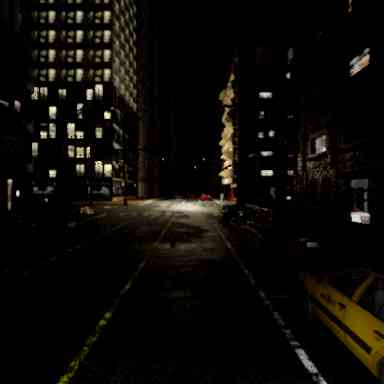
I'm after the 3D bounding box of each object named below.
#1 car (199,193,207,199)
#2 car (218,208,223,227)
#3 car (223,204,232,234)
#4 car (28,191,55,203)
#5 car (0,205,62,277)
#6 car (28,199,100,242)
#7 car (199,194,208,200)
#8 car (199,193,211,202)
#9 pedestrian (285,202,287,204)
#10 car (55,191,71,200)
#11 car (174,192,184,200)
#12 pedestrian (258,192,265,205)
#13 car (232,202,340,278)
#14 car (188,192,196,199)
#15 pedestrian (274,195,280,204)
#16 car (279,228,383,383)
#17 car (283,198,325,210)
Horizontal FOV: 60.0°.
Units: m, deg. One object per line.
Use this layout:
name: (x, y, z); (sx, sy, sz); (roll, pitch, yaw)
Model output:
car: (2.657, 1.023, 81.755); (2.008, 1.369, 4.403); (0, 0, 0)
car: (2.683, 1.422, 21.167); (1.947, 1.339, 4.313); (0, 0, 0)
car: (2.685, 1.418, 15.654); (1.752, 1.417, 4.829); (0, 0, 0)
car: (-17.573, 0.773, 34.839); (5.009, 1.841, 2.192); (1, -1, -1)
car: (-5.692, 1.372, 9.796); (1.967, 1.590, 4.097); (0, 0, 0)
car: (-5.695, 1.334, 15.478); (1.967, 1.590, 4.097); (0, 0, 0)
car: (2.659, 1.057, 76.107); (2.008, 1.369, 4.403); (0, 0, 0)
car: (2.715, 1.167, 63.190); (1.802, 1.307, 4.206); (0, 0, 0)
pedestrian: (8.123, 1.122, 28.627); (0.375, 1.860, 0.375); (0, 0, 0)
car: (-17.711, 0.736, 43.217); (5.009, 1.841, 2.192); (1, -1, -1)
car: (-3.032, 0.860, 76.506); (2.097, 1.767, 4.553); (0, 0, 0)
pedestrian: (6.123, 0.943, 29.225); (0.375, 1.860, 0.375); (0, 0, 0)
car: (2.688, 1.247, 9.801); (2.192, 1.841, 5.009); (0, 0, 0)
car: (-0.035, 0.993, 85.787); (1.994, 1.385, 4.181); (0, 0, 0)
pedestrian: (7.123, 1.111, 28.026); (0.375, 1.860, 0.375); (0, 0, 0)
car: (2.690, 1.495, 4.290); (1.752, 1.417, 4.829); (0, 0, 0)
car: (14.625, 1.540, 43.514); (4.829, 1.417, 1.752); (1, -1, -1)
